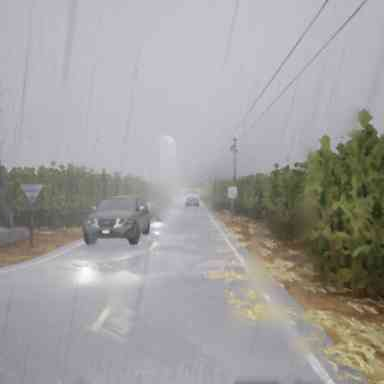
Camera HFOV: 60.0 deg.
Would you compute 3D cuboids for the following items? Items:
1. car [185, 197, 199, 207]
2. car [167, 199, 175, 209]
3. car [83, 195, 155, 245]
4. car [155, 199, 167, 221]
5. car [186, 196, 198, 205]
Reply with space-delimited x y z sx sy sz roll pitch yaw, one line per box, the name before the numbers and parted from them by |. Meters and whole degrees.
car | 0.022 1.438 47.708 1.994 1.385 4.181 0 0 0
car | -3.254 1.504 42.815 1.895 1.301 4.718 0 0 0
car | -3.325 1.200 15.826 2.150 2.045 5.566 0 0 1
car | -3.281 1.474 26.517 1.812 1.442 4.674 0 0 0
car | 0.027 1.447 57.741 1.895 1.301 4.718 0 0 0
